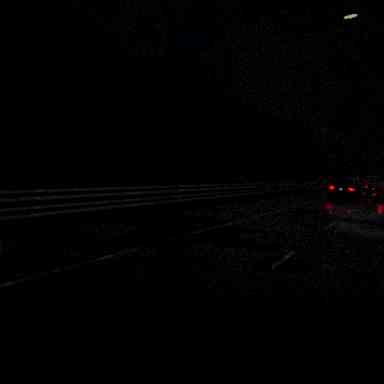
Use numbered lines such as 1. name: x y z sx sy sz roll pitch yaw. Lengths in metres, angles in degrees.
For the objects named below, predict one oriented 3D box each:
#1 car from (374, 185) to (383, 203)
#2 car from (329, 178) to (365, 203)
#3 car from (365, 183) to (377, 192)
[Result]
1. car: 18.140 0.363 30.486 1.895 1.301 4.718 5 5 32
2. car: 14.127 -0.213 30.576 2.150 2.045 5.566 5 4 32
3. car: 27.792 -0.686 51.574 1.812 1.442 4.674 5 4 34
